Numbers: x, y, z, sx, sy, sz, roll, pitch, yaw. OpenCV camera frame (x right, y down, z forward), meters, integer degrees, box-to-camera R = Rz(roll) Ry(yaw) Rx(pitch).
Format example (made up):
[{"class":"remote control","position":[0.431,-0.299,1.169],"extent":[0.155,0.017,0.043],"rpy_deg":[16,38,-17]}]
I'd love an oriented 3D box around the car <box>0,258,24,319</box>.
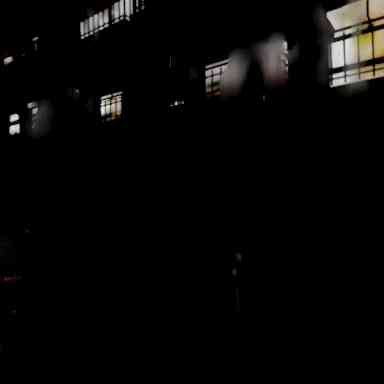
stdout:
[{"class":"car","position":[-4.966,1.588,6.300],"extent":[4.507,1.381,1.887],"rpy_deg":[0,-2,36]}]
